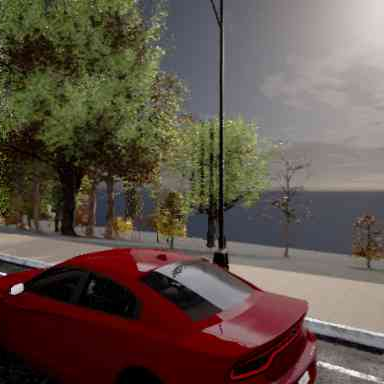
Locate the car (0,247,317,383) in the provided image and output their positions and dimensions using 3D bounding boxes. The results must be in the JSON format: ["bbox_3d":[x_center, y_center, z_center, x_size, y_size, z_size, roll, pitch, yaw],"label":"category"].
[{"bbox_3d":[-1.025,1.495,4.389,5.008,1.535,1.882,0,0,36],"label":"car"}]
